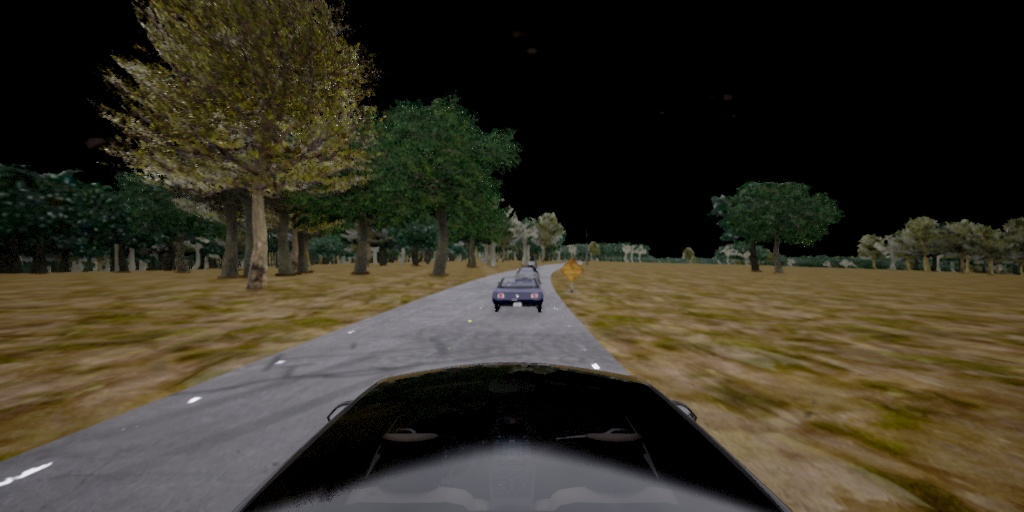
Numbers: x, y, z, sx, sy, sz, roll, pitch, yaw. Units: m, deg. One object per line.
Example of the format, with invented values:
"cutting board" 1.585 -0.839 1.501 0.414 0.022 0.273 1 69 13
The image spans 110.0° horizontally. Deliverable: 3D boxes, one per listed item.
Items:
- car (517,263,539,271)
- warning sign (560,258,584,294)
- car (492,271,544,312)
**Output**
"car" 1.304 1.548 30.092 1.994 1.385 4.181 0 0 6
"warning sign" 3.123 1.016 18.781 1.300 1.860 1.060 0 0 3
"car" 0.316 1.469 15.005 1.895 1.301 4.718 0 0 3
